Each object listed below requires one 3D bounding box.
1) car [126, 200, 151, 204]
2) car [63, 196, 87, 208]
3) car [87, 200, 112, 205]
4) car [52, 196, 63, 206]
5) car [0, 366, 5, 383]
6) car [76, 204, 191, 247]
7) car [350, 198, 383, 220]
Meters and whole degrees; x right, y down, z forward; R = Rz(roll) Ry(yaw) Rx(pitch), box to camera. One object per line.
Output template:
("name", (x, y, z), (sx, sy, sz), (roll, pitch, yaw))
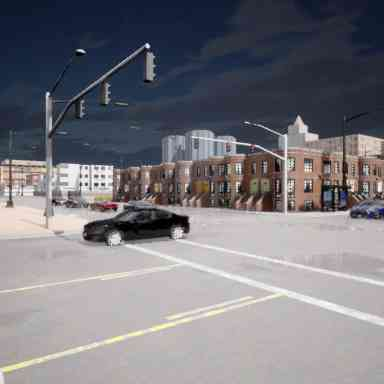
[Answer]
("car", (-4.847, 1.505, 31.338), (1.837, 1.490, 4.892), (0, 0, -36))
("car", (-16.264, 1.352, 47.154), (2.097, 1.767, 4.553), (0, 0, -36))
("car", (-10.315, 1.601, 38.907), (1.895, 1.301, 4.718), (0, 0, -36))
("car", (-22.288, 1.492, 55.565), (2.128, 1.511, 4.902), (0, 0, -35))
("car", (-3.770, 1.221, 1.079), (5.566, 2.045, 2.150), (0, 0, -35))
("car", (-2.387, 1.477, 15.210), (5.008, 1.535, 1.882), (0, 0, -36))
("car", (15.186, 1.352, 27.820), (4.553, 1.767, 2.097), (0, 0, -36))
